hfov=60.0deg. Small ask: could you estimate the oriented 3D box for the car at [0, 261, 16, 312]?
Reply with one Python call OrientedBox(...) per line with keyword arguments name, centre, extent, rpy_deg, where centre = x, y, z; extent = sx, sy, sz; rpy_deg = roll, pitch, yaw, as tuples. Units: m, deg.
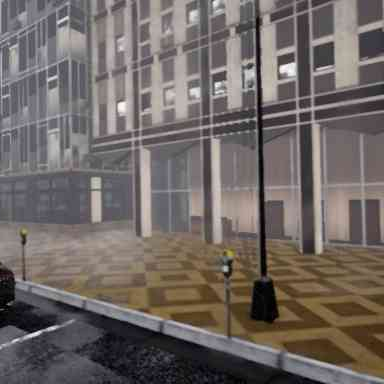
OrientedBox(name="car", centre=(-5.174, 1.635, 6.578), extent=(4.403, 1.369, 2.008), rpy_deg=(-1, -1, 36))
